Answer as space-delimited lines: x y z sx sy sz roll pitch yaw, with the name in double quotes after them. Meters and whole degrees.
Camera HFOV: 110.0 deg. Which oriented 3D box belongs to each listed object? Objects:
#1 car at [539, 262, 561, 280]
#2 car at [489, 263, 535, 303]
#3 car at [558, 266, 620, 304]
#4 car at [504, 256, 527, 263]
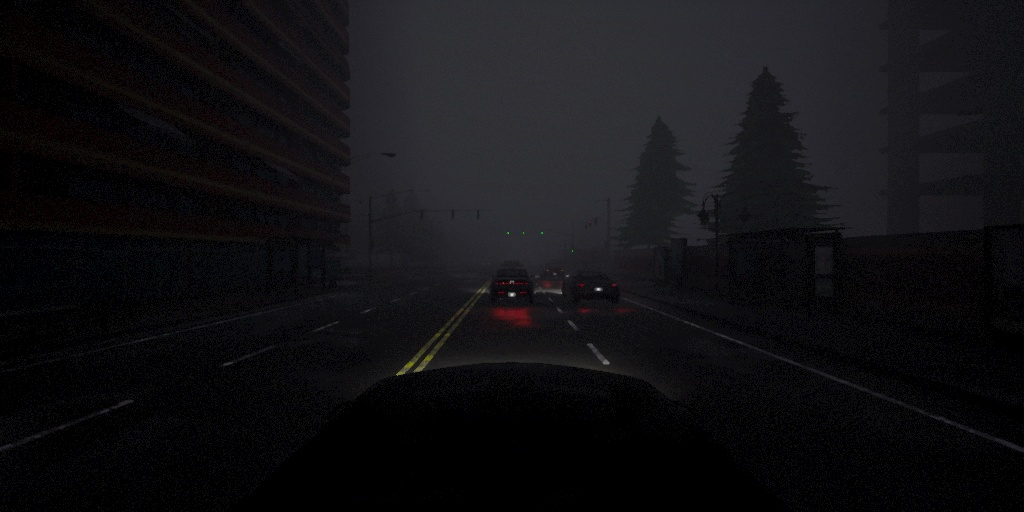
3.500 1.281 31.500 1.812 1.442 4.674 0 0 0 "car"
0.000 1.264 16.500 1.837 1.490 4.892 0 0 0 "car"
3.500 1.321 16.500 1.994 1.385 4.181 0 0 0 "car"
0.000 1.114 31.470 2.097 1.767 4.553 0 0 0 "car"
